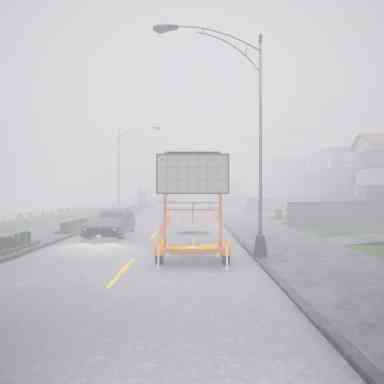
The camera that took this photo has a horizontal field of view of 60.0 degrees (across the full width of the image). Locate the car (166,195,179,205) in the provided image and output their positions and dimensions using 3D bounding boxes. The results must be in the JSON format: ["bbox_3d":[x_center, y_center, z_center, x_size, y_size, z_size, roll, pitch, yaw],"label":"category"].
[{"bbox_3d":[-3.943,1.565,60.408,1.994,1.385,4.181,0,0,0],"label":"car"}]

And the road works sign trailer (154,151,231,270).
[{"bbox_3d":[0.022,0.464,11.029,2.380,3.560,2.880,0,0,0],"label":"road works sign trailer"}]

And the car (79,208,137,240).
[{"bbox_3d":[-4.065,1.547,17.165,2.033,1.411,5.357,0,0,0],"label":"car"}]

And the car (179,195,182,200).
[{"bbox_3d":[-3.808,1.547,90.825,2.033,1.411,5.357,0,0,0],"label":"car"}]
